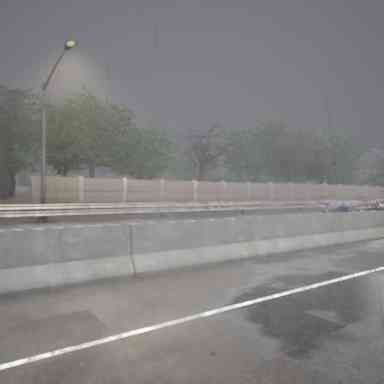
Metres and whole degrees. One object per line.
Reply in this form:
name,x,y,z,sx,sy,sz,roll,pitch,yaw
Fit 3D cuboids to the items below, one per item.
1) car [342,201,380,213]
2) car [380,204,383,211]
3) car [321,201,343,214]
car,17.657,1.734,33.621,4.892,1.490,1.837,0,0,-35
car,19.771,1.794,30.827,4.181,1.385,1.994,0,0,-35
car,16.360,1.761,36.984,4.674,1.442,1.812,0,0,-35
